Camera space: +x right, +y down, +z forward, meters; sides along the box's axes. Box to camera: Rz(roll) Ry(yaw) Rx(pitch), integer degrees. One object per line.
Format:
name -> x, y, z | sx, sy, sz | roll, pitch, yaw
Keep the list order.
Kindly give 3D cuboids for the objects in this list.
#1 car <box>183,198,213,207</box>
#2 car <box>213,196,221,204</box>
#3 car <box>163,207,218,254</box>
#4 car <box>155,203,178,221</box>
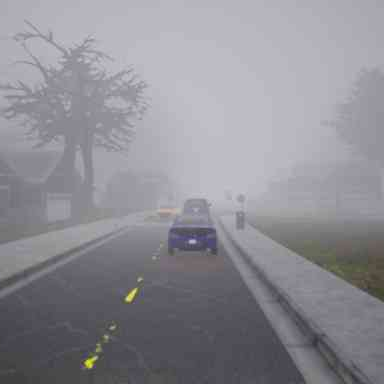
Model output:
car -> 0.441, 1.512, 27.520 | 2.150, 2.045, 5.566 | 0, 0, 3
car -> 6.400, 2.179, 88.031 | 2.150, 2.045, 5.566 | 0, -1, 13
car -> 0.068, 1.625, 14.264 | 1.882, 1.535, 5.008 | 0, 0, 1
car -> -2.162, 1.798, 30.697 | 1.882, 1.535, 5.008 | 0, -1, 4
